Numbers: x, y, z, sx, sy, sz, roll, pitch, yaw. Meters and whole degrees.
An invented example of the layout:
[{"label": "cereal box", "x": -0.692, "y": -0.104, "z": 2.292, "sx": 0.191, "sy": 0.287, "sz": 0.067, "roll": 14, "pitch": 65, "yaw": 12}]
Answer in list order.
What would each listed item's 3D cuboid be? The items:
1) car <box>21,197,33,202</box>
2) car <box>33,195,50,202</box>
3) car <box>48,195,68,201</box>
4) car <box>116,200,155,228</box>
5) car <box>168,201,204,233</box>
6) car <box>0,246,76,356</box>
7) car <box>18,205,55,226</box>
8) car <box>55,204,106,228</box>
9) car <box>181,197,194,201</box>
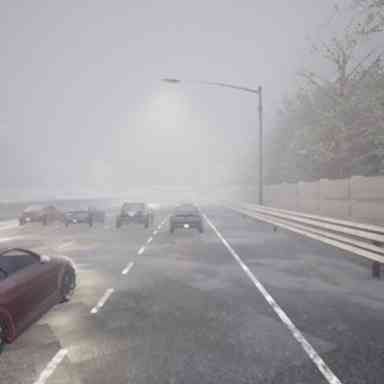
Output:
[{"label": "car", "x": -32.659, "y": 1.845, "z": 66.876, "sx": 1.837, "sy": 1.490, "sz": 4.892, "roll": 0, "pitch": 0, "yaw": -1}, {"label": "car", "x": -29.160, "y": 1.553, "z": 66.907, "sx": 2.150, "sy": 2.045, "sz": 5.566, "roll": 0, "pitch": 0, "yaw": -1}, {"label": "car", "x": -25.628, "y": 1.862, "z": 65.198, "sx": 2.033, "sy": 1.411, "sz": 5.357, "roll": 0, "pitch": 0, "yaw": -1}, {"label": "car", "x": -3.795, "y": 1.424, "z": 22.864, "sx": 2.097, "sy": 1.767, "sz": 4.553, "roll": 0, "pitch": 0, "yaw": -1}, {"label": "car", "x": -0.348, "y": 1.554, "z": 20.104, "sx": 1.837, "sy": 1.490, "sz": 4.892, "roll": 0, "pitch": 0, "yaw": -1}, {"label": "car", "x": -3.496, "y": 1.594, "z": 5.599, "sx": 1.994, "sy": 1.385, "sz": 4.181, "roll": 0, "pitch": 0, "yaw": -1}, {"label": "car", "x": -10.819, "y": 1.635, "z": 24.153, "sx": 1.812, "sy": 1.442, "sz": 4.674, "roll": 0, "pitch": 0, "yaw": -1}, {"label": "car", "x": -7.295, "y": 1.581, "z": 23.015, "sx": 2.128, "sy": 1.511, "sz": 4.902, "roll": 0, "pitch": 0, "yaw": -1}, {"label": "car", "x": -0.669, "y": 1.625, "z": 38.756, "sx": 1.812, "sy": 1.442, "sz": 4.674, "roll": 0, "pitch": 0, "yaw": -1}]
